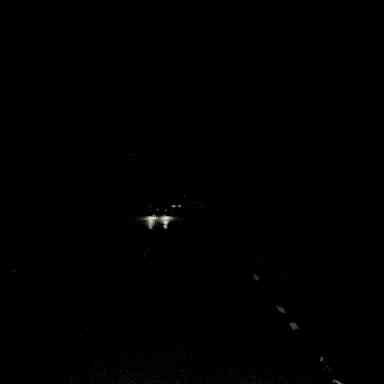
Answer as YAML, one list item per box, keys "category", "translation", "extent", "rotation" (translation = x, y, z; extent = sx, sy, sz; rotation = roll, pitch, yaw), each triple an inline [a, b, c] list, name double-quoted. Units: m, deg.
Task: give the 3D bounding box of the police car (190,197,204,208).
- category: "police car"
  translation: [1.022, 1.963, 58.769]
  extent: [1.930, 1.638, 5.238]
  rotation: [0, -1, 0]

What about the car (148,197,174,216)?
- category: "car"
  translation: [-3.614, 1.561, 37.732]
  extent: [2.150, 2.045, 5.566]
  rotation: [0, -1, 0]

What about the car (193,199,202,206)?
- category: "car"
  translation: [1.017, 2.160, 68.659]
  extent: [1.812, 1.442, 4.674]
  rotation: [0, -1, 0]
